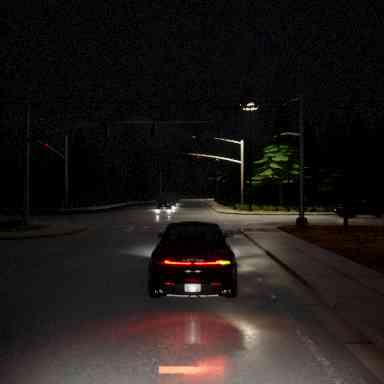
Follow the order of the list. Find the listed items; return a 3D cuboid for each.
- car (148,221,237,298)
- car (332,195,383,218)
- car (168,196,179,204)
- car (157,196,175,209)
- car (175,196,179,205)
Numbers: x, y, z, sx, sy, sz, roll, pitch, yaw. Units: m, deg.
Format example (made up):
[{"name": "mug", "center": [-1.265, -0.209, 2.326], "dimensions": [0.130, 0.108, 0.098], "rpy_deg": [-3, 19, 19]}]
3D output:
[{"name": "car", "center": [0.031, 1.501, 8.519], "dimensions": [1.837, 1.490, 4.892], "rpy_deg": [0, 0, 0]}, {"name": "car", "center": [15.541, 1.248, 29.668], "dimensions": [5.566, 2.045, 2.150], "rpy_deg": [0, 0, 1]}, {"name": "car", "center": [-3.556, 1.505, 65.830], "dimensions": [1.837, 1.490, 4.892], "rpy_deg": [0, 0, 1]}, {"name": "car", "center": [-3.685, 1.505, 45.144], "dimensions": [1.837, 1.490, 4.892], "rpy_deg": [0, 0, 0]}, {"name": "car", "center": [-3.685, 1.601, 55.394], "dimensions": [1.895, 1.301, 4.718], "rpy_deg": [0, 0, 0]}]
